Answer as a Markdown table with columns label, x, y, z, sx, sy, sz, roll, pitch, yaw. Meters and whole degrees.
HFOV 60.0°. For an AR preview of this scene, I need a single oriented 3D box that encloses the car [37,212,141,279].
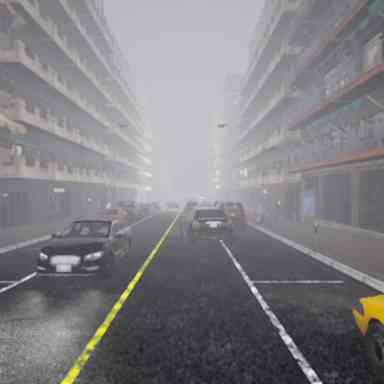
| label | x | y | z | sx | sy | sz | roll | pitch | yaw |
| --- | --- | --- | --- | --- | --- | --- | --- | --- | --- |
| car | -3.118 | 1.618 | 10.529 | 2.128 | 1.511 | 4.902 | 0 | -1 | 0 |

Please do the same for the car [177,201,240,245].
| label | x | y | z | sx | sy | sz | roll | pitch | yaw |
| --- | --- | --- | --- | --- | --- | --- | --- | --- | --- |
| car | 0.650 | 1.555 | 17.073 | 2.097 | 1.767 | 4.553 | 0 | -1 | -9 |

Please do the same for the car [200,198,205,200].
| label | x | y | z | sx | sy | sz | roll | pitch | yaw |
| --- | --- | --- | --- | --- | --- | --- | --- | --- | --- |
| car | 2.557 | 2.284 | 63.156 | 1.947 | 1.339 | 4.313 | -1 | -1 | 0 |

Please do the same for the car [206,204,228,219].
| label | x | y | z | sx | sy | sz | roll | pitch | yaw |
| --- | --- | --- | --- | --- | --- | --- | --- | --- | --- |
| car | 2.578 | 1.972 | 34.835 | 1.947 | 1.339 | 4.313 | -1 | -1 | 0 |

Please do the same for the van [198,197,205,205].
| label | x | y | z | sx | sy | sz | roll | pitch | yaw |
| --- | --- | --- | --- | --- | --- | --- | --- | --- | --- |
| van | 2.507 | 2.301 | 85.816 | 1.690 | 1.788 | 3.998 | -1 | -1 | 0 |

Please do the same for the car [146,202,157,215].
| label | x | y | z | sx | sy | sz | roll | pitch | yaw |
| --- | --- | --- | --- | --- | --- | --- | --- | --- | --- |
| car | -5.780 | 2.014 | 40.424 | 1.887 | 1.381 | 4.507 | -1 | -1 | 0 |

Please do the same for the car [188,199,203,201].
| label | x | y | z | sx | sy | sz | roll | pitch | yaw |
| --- | --- | --- | --- | --- | --- | --- | --- | --- | --- |
| car | 0.022 | 1.969 | 40.155 | 1.837 | 1.490 | 4.892 | 0 | -1 | 0 |

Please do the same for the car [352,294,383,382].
| label | x | y | z | sx | sy | sz | roll | pitch | yaw |
| --- | --- | --- | --- | --- | --- | --- | --- | --- | --- |
| car | 3.147 | 1.487 | 2.471 | 1.801 | 1.575 | 5.366 | 0 | -1 | 0 |

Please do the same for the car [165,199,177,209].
| label | x | y | z | sx | sy | sz | roll | pitch | yaw |
| --- | --- | --- | --- | --- | --- | --- | --- | --- | --- |
| car | -3.126 | 2.203 | 55.777 | 1.994 | 1.385 | 4.181 | 0 | -1 | 1 |

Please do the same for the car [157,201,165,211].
| label | x | y | z | sx | sy | sz | roll | pitch | yaw |
| --- | --- | --- | --- | --- | --- | --- | --- | --- | --- |
| car | -5.802 | 2.161 | 51.754 | 1.947 | 1.339 | 4.313 | -1 | -1 | 0 |

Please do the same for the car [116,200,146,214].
| label | x | y | z | sx | sy | sz | roll | pitch | yaw |
| --- | --- | --- | --- | --- | --- | --- | --- | --- | --- |
| car | -5.762 | 1.657 | 29.097 | 2.192 | 1.841 | 5.009 | -1 | -1 | 0 |

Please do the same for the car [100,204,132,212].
| label | x | y | z | sx | sy | sz | roll | pitch | yaw |
| --- | --- | --- | --- | --- | --- | --- | --- | --- | --- |
| car | -5.747 | 1.822 | 23.432 | 1.887 | 1.381 | 4.507 | -1 | -1 | 0 |

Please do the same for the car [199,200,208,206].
| label | x | y | z | sx | sy | sz | roll | pitch | yaw |
| --- | --- | --- | --- | --- | --- | --- | --- | --- | --- |
| car | 2.534 | 2.423 | 74.485 | 1.802 | 1.307 | 4.206 | -1 | -1 | 0 |

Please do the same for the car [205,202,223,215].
| label | x | y | z | sx | sy | sz | roll | pitch | yaw |
| --- | --- | --- | --- | --- | --- | --- | --- | --- | --- |
| car | 2.567 | 2.014 | 40.500 | 1.887 | 1.381 | 4.507 | -1 | -1 | 0 |

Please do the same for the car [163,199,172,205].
| label | x | y | z | sx | sy | sz | roll | pitch | yaw |
| --- | --- | --- | --- | --- | --- | --- | --- | --- | --- |
| car | -5.858 | 2.452 | 80.077 | 2.008 | 1.369 | 4.403 | -1 | -1 | 0 |

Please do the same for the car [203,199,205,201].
| label | x | y | z | sx | sy | sz | roll | pitch | yaw |
| --- | --- | --- | --- | --- | --- | --- | --- | --- | --- |
| car | 2.562 | 2.098 | 46.164 | 1.947 | 1.339 | 4.313 | -1 | -1 | 0 |

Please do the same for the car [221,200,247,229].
| label | x | y | z | sx | sy | sz | roll | pitch | yaw |
| --- | --- | --- | --- | --- | --- | --- | --- | --- | --- |
| car | 2.596 | 1.592 | 23.510 | 2.192 | 1.841 | 5.009 | -1 | -1 | 0 |
